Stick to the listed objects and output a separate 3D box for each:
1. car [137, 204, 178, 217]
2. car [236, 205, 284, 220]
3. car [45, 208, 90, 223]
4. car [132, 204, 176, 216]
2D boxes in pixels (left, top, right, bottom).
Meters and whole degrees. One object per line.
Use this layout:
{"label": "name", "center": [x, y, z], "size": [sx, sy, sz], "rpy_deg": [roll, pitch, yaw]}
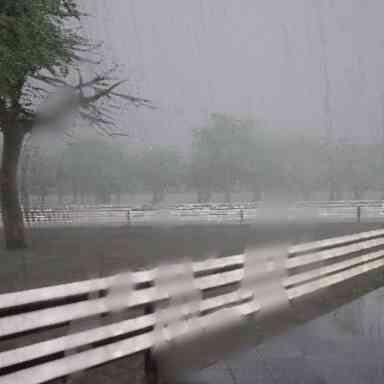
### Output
{"label": "car", "center": [-4.388, 2.321, 42.567], "size": [4.892, 1.490, 1.837], "rpy_deg": [-1, 0, 3]}
{"label": "car", "center": [7.121, 2.070, 34.943], "size": [4.902, 1.511, 2.128], "rpy_deg": [-1, 0, 3]}
{"label": "car", "center": [-13.495, 2.466, 36.040], "size": [4.674, 1.442, 1.812], "rpy_deg": [-1, 0, 3]}
{"label": "car", "center": [-4.574, 2.328, 39.072], "size": [4.892, 1.490, 1.837], "rpy_deg": [-1, 0, 3]}
